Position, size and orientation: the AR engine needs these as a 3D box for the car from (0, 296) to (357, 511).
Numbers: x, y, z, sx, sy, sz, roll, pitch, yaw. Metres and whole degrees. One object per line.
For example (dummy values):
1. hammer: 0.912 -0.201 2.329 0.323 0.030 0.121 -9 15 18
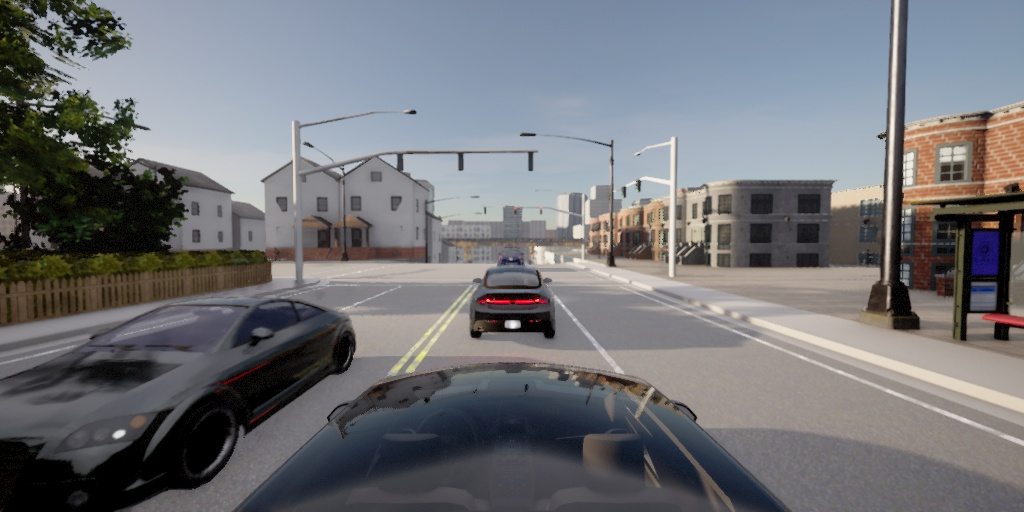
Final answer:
1. car: -3.602 1.227 4.336 1.994 1.385 4.181 0 2 0

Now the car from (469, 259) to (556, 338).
1. car: 0.014 0.994 9.276 1.837 1.490 4.892 0 2 0

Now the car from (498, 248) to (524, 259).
1. car: -0.094 0.156 29.340 2.097 1.767 4.553 0 2 0

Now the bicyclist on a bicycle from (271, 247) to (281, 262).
1. bicyclist on a bicycle: -25.504 -0.191 38.808 0.582 1.620 1.656 0 2 0
